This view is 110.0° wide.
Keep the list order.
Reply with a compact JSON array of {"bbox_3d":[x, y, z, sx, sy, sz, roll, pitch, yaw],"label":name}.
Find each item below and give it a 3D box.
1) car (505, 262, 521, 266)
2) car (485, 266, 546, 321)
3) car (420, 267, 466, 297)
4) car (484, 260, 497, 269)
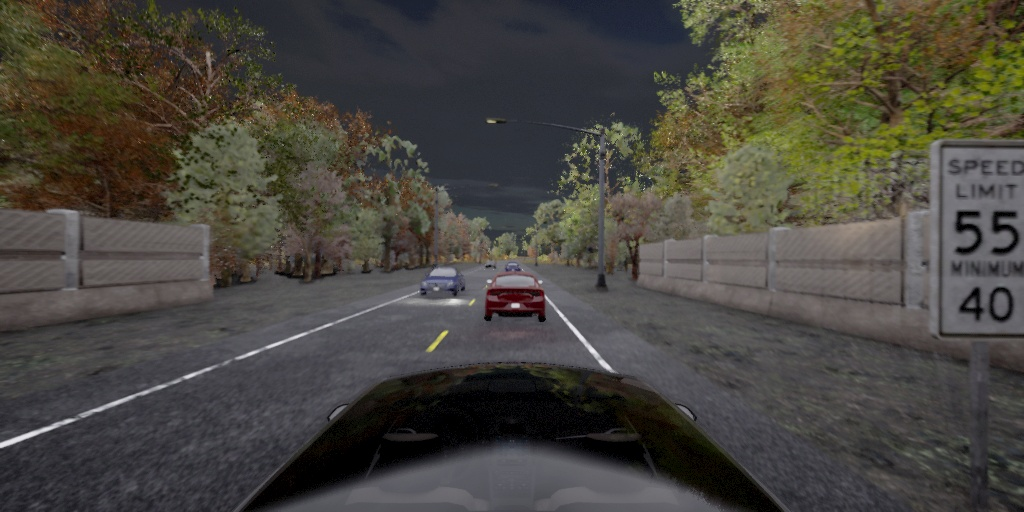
[{"bbox_3d":[0.077,1.450,43.974,1.812,1.442,4.674,1,0,0],"label":"car"},{"bbox_3d":[0.100,1.289,12.831,1.882,1.535,5.008,1,0,0],"label":"car"},{"bbox_3d":[-3.605,1.321,19.415,1.812,1.442,4.674,1,0,0],"label":"car"},{"bbox_3d":[-3.574,1.435,60.882,1.837,1.490,4.892,1,0,0],"label":"car"}]
